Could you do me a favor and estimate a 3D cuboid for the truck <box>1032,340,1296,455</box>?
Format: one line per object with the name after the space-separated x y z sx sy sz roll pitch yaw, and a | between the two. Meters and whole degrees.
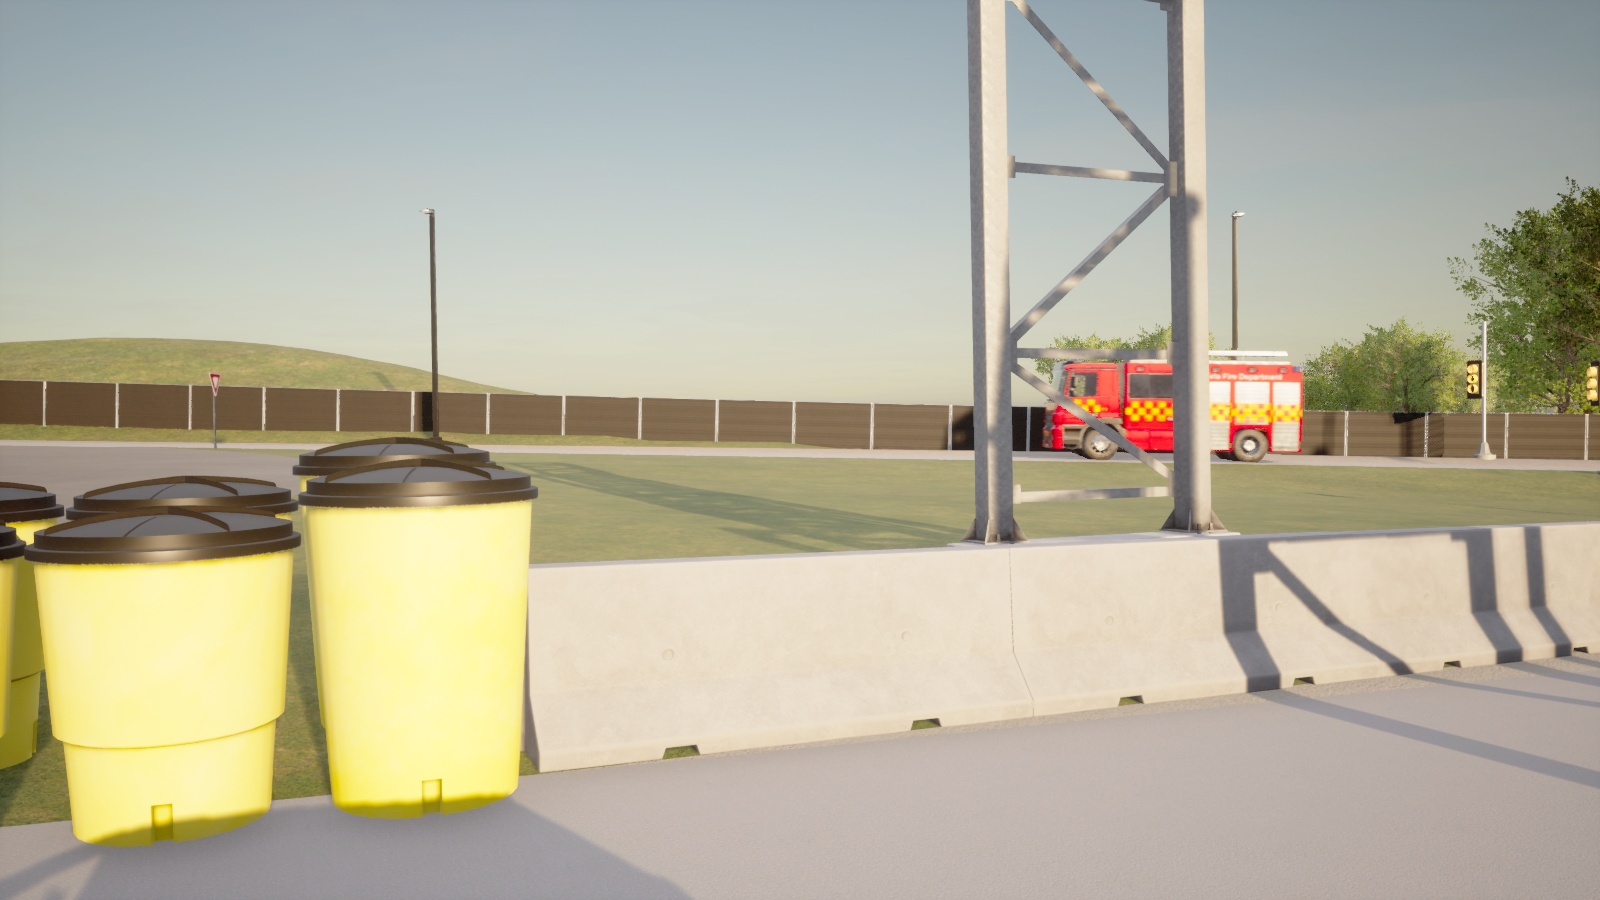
12.573 -1.815 44.021 8.468 3.827 2.891 0 2 4 | truck
